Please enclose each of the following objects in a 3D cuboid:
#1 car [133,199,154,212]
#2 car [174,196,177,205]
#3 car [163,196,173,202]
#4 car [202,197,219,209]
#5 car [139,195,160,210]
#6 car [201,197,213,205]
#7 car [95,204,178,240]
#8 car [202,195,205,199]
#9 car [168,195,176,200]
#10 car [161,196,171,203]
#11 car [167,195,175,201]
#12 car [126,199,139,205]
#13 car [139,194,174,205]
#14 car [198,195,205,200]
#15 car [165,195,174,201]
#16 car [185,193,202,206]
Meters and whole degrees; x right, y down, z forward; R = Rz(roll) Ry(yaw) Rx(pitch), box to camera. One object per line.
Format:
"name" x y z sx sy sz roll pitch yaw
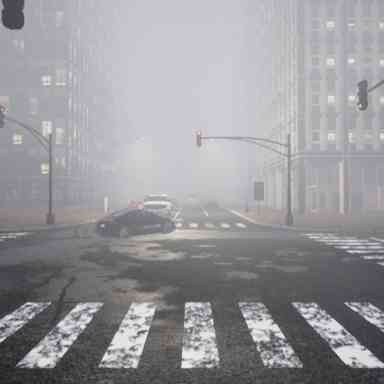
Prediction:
"car" -5.676 1.589 39.307 1.802 1.307 4.206 1 0 0
"car" -3.096 1.533 40.219 1.812 1.442 4.674 0 0 0
"car" -5.673 1.567 78.333 2.008 1.369 4.403 1 0 0
"car" 2.704 1.591 44.944 1.802 1.307 4.206 1 0 0
"car" -5.670 1.324 44.882 2.192 1.841 5.009 1 0 0
"car" 2.706 1.578 61.676 1.947 1.339 4.313 1 0 0
"car" -2.857 1.567 17.188 1.994 1.385 4.181 0 0 44
"car" 2.707 1.536 56.269 1.752 1.417 4.829 1 0 0
"car" -5.674 1.587 95.059 1.947 1.339 4.313 1 0 0
"car" -5.674 1.559 72.758 1.887 1.381 4.507 1 0 0
"car" -5.673 1.570 89.483 2.008 1.369 4.403 1 0 0
"car" -5.673 1.446 33.732 1.967 1.590 4.097 1 0 0
"car" -3.097 1.227 30.297 2.150 2.045 5.566 0 0 0
"car" 2.707 1.566 95.139 1.887 1.381 4.507 1 0 0
"car" -5.673 1.562 83.908 1.887 1.381 4.507 1 0 0
"car" 0.102 1.232 55.753 2.150 2.045 5.566 0 0 0
